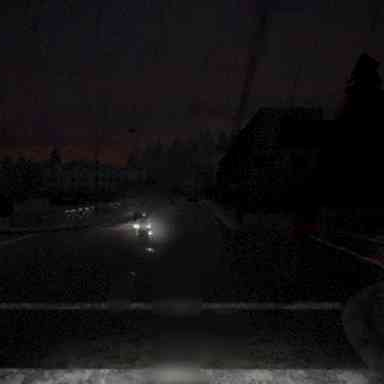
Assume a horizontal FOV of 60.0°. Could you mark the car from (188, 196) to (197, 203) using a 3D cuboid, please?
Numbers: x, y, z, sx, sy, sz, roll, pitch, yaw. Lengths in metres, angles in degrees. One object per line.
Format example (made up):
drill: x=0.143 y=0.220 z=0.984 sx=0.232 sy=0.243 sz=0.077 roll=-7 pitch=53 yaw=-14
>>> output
car: x=0.104 y=1.471 z=65.278 sx=1.895 sy=1.301 sz=4.718 roll=0 pitch=0 yaw=0

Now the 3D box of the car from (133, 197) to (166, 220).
car: x=-3.600 y=1.437 z=27.402 sx=2.128 sy=1.511 sz=4.902 roll=0 pitch=0 yaw=0

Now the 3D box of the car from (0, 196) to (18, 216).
car: x=-17.384 y=1.332 z=28.456 sx=3.633 sy=1.501 sz=1.845 roll=0 pitch=0 yaw=0

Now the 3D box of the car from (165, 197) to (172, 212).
car: x=-3.590 y=1.452 z=37.278 sx=1.812 sy=1.442 sz=4.674 roll=0 pitch=0 yaw=0

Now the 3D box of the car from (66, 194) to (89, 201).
car: x=-25.034 y=1.168 z=72.819 sx=4.514 sy=1.523 sz=2.007 roll=0 pitch=0 yaw=0

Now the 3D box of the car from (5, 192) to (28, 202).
car: x=-35.045 y=0.981 z=65.877 sx=4.605 sy=1.855 sz=1.932 roll=0 pitch=0 yaw=0

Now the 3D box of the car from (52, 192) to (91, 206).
car: x=-17.248 y=1.019 z=47.039 sx=4.605 sy=1.855 sz=1.932 roll=0 pitch=0 yaw=0

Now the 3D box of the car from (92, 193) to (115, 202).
car: x=-17.661 y=1.044 z=62.739 sx=5.027 sy=1.636 sz=2.152 roll=0 pitch=0 yaw=0

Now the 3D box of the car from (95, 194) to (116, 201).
car: x=-17.985 y=1.110 z=69.156 sx=3.806 sy=1.475 sz=1.970 roll=0 pitch=0 yaw=0

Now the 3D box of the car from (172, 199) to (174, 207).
car: x=-3.581 y=1.452 z=48.232 sx=2.033 sy=1.411 sz=5.357 roll=0 pitch=0 yaw=0
